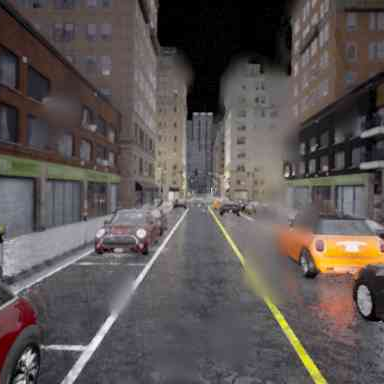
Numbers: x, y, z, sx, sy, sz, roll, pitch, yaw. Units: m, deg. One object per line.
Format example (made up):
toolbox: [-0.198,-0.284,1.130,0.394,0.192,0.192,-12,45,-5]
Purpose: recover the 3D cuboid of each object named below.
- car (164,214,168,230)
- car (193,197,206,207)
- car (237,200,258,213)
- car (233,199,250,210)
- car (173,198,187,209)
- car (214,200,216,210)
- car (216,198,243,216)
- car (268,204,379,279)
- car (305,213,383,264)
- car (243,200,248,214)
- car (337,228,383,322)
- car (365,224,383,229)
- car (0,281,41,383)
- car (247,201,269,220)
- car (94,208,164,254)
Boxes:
car: [-2.293,1.589,18.755,1.802,1.307,4.206,0,0,1]
car: [1.221,1.631,55.572,1.812,1.442,4.674,1,0,1]
car: [6.756,1.722,40.899,1.947,1.339,4.313,0,0,1]
car: [6.884,1.747,46.483,1.802,1.307,4.206,0,0,1]
car: [-1.658,1.600,46.676,1.887,1.381,4.507,0,0,1]
car: [4.017,1.606,46.285,1.882,1.535,5.008,1,0,1]
car: [3.769,1.612,34.242,1.837,1.490,4.892,1,-1,2]
car: [4.034,1.424,10.456,2.097,1.767,4.553,1,0,1]
car: [6.115,1.655,12.976,2.008,1.369,4.403,0,0,1]
car: [6.632,1.673,35.484,1.752,1.417,4.829,0,0,1]
car: [3.961,1.566,4.493,1.837,1.490,4.892,1,0,1]
car: [5.987,1.658,7.392,1.947,1.339,4.313,0,0,1]
car: [-2.673,1.410,2.002,1.967,1.590,4.097,0,0,1]
car: [6.500,1.688,29.730,2.008,1.369,4.403,0,0,1]
car: [-2.419,1.435,13.171,1.967,1.590,4.097,0,0,1]
